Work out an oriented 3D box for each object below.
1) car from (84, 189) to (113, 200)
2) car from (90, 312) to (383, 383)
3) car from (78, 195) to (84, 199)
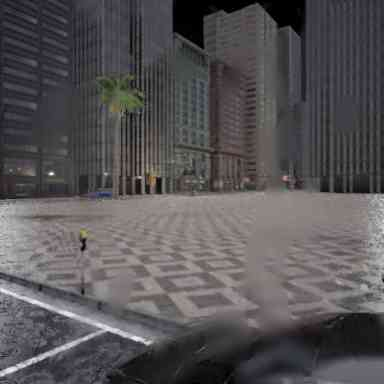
[{"bbox_3d":[-17.621,0.415,64.862,2.150,2.045,5.566,0,1,36],"label":"car"},{"bbox_3d":[1.126,1.566,2.162,4.313,1.339,1.947,0,0,36],"label":"car"},{"bbox_3d":[-20.365,0.795,66.607,1.895,1.301,4.718,0,1,36],"label":"car"}]
